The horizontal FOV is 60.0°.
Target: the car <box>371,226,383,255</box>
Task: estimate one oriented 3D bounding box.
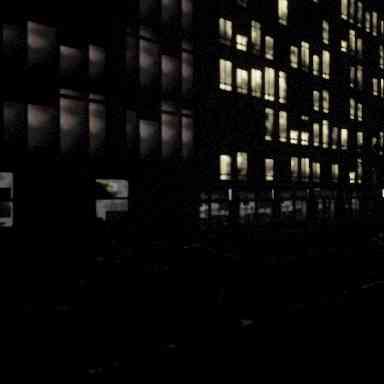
[{"bbox_3d":[8.509,1.652,12.634,4.403,1.369,2.008,0,-1,-35],"label":"car"}]

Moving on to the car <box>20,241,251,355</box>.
[{"bbox_3d":[-0.747,1.602,6.035,4.206,1.307,1.802,1,-1,-35],"label":"car"}]
